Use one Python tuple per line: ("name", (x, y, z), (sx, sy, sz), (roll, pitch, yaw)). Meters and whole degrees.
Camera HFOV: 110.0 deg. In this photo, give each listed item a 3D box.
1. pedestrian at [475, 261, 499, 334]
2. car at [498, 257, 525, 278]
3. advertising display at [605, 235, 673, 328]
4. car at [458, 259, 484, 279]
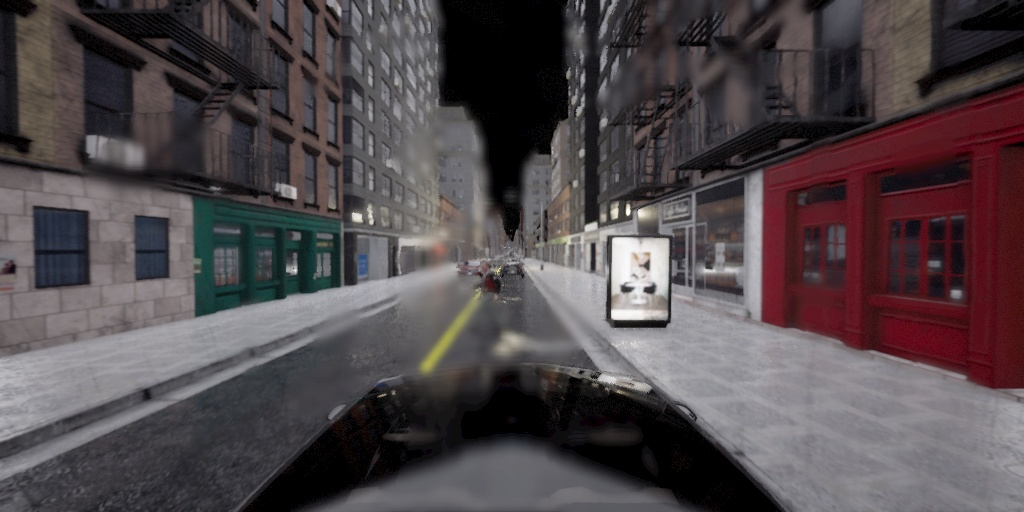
("pedestrian", (-0.605, 0.975, 8.690), (0.375, 1.860, 0.375), (-1, 1, -15))
("car", (0.075, 1.000, 29.595), (1.812, 1.442, 4.674), (0, 1, 0))
("advertising display", (3.134, 0.705, 8.941), (1.540, 2.440, 0.280), (0, 0, 0))
("car", (-3.101, 1.008, 28.763), (1.812, 1.442, 4.674), (0, 1, 0))
